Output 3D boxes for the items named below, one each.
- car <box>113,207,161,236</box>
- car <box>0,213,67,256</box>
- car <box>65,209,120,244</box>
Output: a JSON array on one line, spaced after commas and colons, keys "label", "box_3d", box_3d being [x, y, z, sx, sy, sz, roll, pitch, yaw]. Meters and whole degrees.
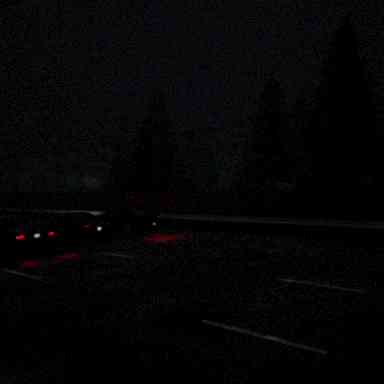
[{"label": "car", "box_3d": [-4.075, 1.617, 19.679, 5.008, 1.535, 1.882, 0, 0, 36]}, {"label": "car", "box_3d": [-7.741, 1.682, 13.689, 5.357, 1.411, 2.033, -1, 0, 36]}, {"label": "car", "box_3d": [-5.958, 1.701, 16.721, 4.181, 1.385, 1.994, -1, 0, 36]}]
